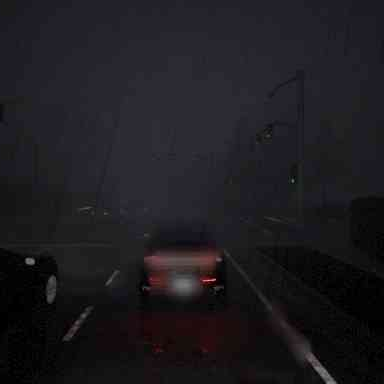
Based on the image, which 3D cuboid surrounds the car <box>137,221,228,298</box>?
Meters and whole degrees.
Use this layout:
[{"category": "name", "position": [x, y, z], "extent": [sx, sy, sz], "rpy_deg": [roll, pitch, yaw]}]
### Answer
[{"category": "car", "position": [-0.245, 1.491, 8.518], "extent": [2.128, 1.511, 4.902], "rpy_deg": [0, 0, -2]}]

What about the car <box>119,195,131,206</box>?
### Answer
[{"category": "car", "position": [-11.587, 1.504, 53.248], "extent": [1.837, 1.490, 4.892], "rpy_deg": [0, 0, -1]}]

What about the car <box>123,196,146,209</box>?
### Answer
[{"category": "car", "position": [-7.977, 1.600, 46.483], "extent": [1.895, 1.301, 4.718], "rpy_deg": [0, 0, -1]}]

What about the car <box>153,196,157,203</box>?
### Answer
[{"category": "car", "position": [-8.252, 1.525, 66.873], "extent": [1.812, 1.442, 4.674], "rpy_deg": [0, 0, 0]}]

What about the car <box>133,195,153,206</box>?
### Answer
[{"category": "car", "position": [-8.115, 1.563, 55.250], "extent": [1.994, 1.385, 4.181], "rpy_deg": [0, 0, -1]}]

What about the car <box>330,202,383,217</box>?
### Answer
[{"category": "car", "position": [15.467, 1.600, 30.676], "extent": [4.718, 1.301, 1.895], "rpy_deg": [0, 0, 0]}]

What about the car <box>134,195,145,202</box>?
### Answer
[{"category": "car", "position": [-11.883, 1.469, 75.728], "extent": [1.882, 1.535, 5.008], "rpy_deg": [0, 0, -1]}]

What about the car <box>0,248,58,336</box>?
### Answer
[{"category": "car", "position": [-3.612, 1.478, 4.854], "extent": [1.882, 1.535, 5.008], "rpy_deg": [0, 0, -2]}]

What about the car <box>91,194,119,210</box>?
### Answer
[{"category": "car", "position": [-11.435, 1.221, 43.420], "extent": [2.150, 2.045, 5.566], "rpy_deg": [0, 0, -2]}]

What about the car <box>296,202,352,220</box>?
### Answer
[{"category": "car", "position": [11.395, 1.547, 27.211], "extent": [5.357, 1.411, 2.033], "rpy_deg": [0, 0, 0]}]
